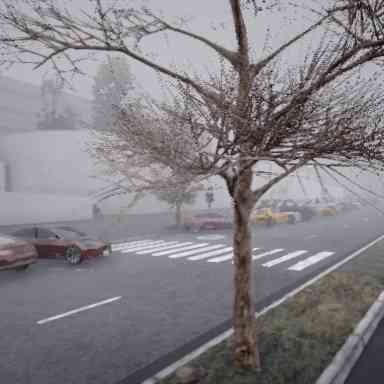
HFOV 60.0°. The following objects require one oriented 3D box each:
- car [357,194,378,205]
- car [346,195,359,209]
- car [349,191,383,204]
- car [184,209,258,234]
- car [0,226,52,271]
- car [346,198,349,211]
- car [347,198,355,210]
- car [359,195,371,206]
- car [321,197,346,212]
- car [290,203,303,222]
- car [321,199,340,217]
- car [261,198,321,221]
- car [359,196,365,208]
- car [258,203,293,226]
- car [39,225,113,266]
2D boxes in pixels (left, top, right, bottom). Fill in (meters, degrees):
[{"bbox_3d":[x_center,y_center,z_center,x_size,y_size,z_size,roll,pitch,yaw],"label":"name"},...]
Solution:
[{"bbox_3d":[27.963,1.672,56.102,4.792,1.488,2.163,-3,-2,18],"label":"car"},{"bbox_3d":[20.439,1.720,46.717,4.553,1.767,2.185,-3,-2,18],"label":"car"},{"bbox_3d":[29.813,1.342,58.462,5.566,2.045,2.435,-3,-2,18],"label":"car"},{"bbox_3d":[1.837,2.088,23.170,4.792,1.488,2.163,-3,-2,18],"label":"car"},{"bbox_3d":[-7.521,2.119,11.416,4.674,1.452,2.002,-3,-2,18],"label":"car"},{"bbox_3d":[16.714,1.955,41.999,4.792,1.488,2.163,-3,-1,18],"label":"car"},{"bbox_3d":[18.612,1.930,44.354,4.674,1.452,2.002,-3,-2,18],"label":"car"},{"bbox_3d":[24.210,1.747,51.400,5.008,1.535,2.097,-3,-1,18],"label":"car"},{"bbox_3d":[14.837,1.708,39.656,5.566,2.045,2.435,-3,-1,18],"label":"car"},{"bbox_3d":[7.407,2.080,30.235,4.674,1.452,2.002,-3,-2,18],"label":"car"},{"bbox_3d":[13.184,1.973,37.234,5.366,1.575,1.946,-3,-2,18],"label":"car"},{"bbox_3d":[9.295,1.777,32.590,5.566,2.045,2.435,-3,-2,18],"label":"car"},{"bbox_3d":[22.340,1.837,49.055,4.674,1.452,2.002,-3,-2,18],"label":"car"},{"bbox_3d":[5.364,2.056,27.933,5.366,1.575,1.946,-3,-2,18],"label":"car"},{"bbox_3d":[-5.628,2.103,13.767,4.792,1.488,2.163,-3,-2,18],"label":"car"}]
